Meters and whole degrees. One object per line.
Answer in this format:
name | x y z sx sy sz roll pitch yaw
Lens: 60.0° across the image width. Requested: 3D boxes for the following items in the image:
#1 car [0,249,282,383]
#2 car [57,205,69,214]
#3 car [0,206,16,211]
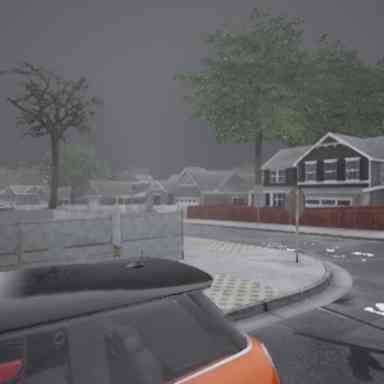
car | -1.555 1.352 1.841 4.553 1.767 2.097 0 0 -35
car | -18.773 2.597 46.738 2.097 1.767 4.553 1 -2 -38
car | -41.328 3.826 74.465 5.008 1.535 1.882 -2 -2 40
